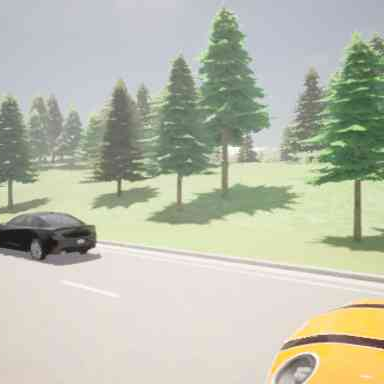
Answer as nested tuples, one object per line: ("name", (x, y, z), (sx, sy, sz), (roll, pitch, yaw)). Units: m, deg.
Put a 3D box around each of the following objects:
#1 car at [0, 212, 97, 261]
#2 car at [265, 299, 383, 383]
("car", (-5.657, 1.467, 12.328), (5.008, 1.535, 1.882), (0, 0, 36))
("car", (2.743, 1.353, 2.037), (4.553, 1.767, 2.097), (0, 0, 36))
